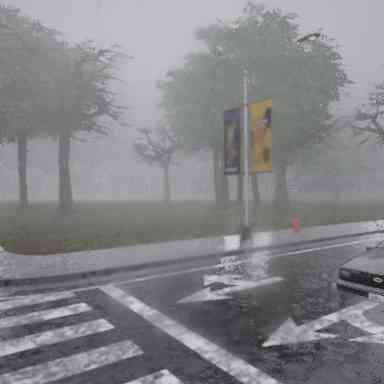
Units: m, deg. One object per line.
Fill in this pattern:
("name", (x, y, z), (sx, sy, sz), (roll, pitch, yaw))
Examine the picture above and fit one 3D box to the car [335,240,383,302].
("car", (5.540, 1.528, 7.632), (5.357, 1.411, 2.033), (0, 0, -35))
